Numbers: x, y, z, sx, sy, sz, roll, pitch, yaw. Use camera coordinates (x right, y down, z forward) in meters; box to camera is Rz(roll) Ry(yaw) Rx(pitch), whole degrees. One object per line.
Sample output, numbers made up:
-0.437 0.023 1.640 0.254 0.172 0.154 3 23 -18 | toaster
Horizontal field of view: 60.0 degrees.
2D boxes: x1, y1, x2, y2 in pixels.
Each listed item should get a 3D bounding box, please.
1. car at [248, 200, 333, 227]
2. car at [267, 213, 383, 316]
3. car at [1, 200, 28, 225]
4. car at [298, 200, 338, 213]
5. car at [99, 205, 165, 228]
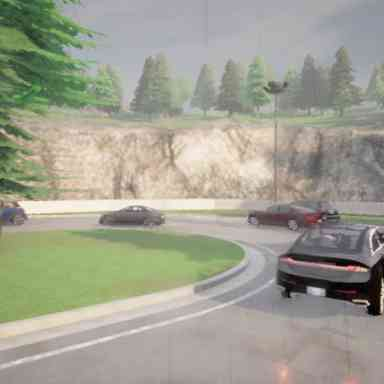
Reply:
5.547 1.455 20.119 1.882 1.535 5.008 1 -1 -34 | car
3.486 1.482 7.676 2.128 1.511 4.902 0 0 34 | car
-13.503 1.348 22.080 4.553 1.767 2.097 0 0 -35 | car
7.589 1.325 22.772 2.097 1.767 4.553 0 0 -37 | car
-3.852 1.550 21.570 4.181 1.385 1.994 0 0 11 | car
